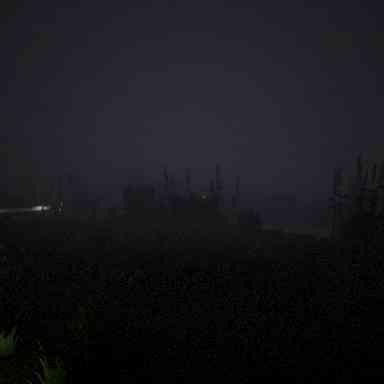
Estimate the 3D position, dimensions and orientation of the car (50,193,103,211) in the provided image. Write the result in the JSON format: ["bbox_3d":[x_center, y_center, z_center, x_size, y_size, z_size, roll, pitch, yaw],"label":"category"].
[{"bbox_3d":[-10.539,0.955,30.380,2.097,1.767,4.553,0,3,40],"label":"car"}]
